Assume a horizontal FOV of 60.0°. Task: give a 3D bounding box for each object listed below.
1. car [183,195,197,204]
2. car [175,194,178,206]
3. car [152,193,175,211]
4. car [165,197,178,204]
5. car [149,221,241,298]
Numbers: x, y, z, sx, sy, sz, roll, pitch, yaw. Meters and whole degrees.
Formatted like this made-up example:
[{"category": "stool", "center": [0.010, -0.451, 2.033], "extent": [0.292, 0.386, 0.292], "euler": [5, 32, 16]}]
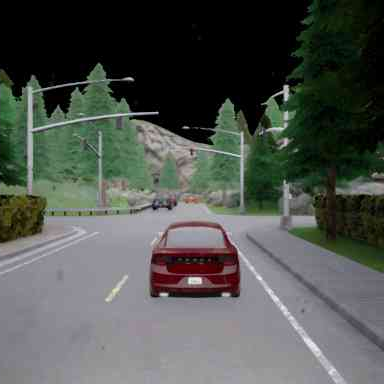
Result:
[{"category": "car", "center": [-0.443, 1.352, 65.673], "extent": [2.097, 1.767, 4.553], "euler": [0, 0, -10]}, {"category": "car", "center": [-3.514, 1.223, 53.344], "extent": [2.150, 2.045, 5.566], "euler": [0, 0, 1]}, {"category": "car", "center": [-3.553, 1.223, 40.478], "extent": [2.150, 2.045, 5.566], "euler": [0, 0, 0]}, {"category": "car", "center": [-3.901, 1.601, 63.946], "extent": [1.895, 1.301, 4.718], "euler": [0, 0, -11]}, {"category": "car", "center": [0.074, 1.478, 8.578], "extent": [1.882, 1.535, 5.008], "euler": [0, 0, 0]}]
